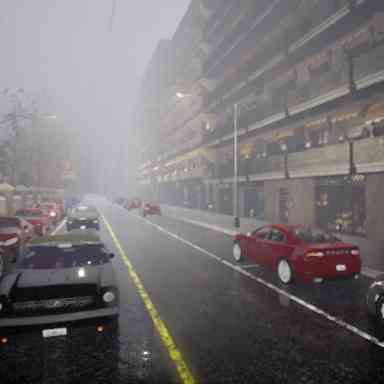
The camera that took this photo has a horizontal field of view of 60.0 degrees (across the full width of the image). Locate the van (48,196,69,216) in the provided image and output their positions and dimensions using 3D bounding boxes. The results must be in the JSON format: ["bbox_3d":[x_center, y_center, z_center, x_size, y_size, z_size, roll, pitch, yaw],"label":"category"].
[{"bbox_3d":[-13.591,1.360,33.979,1.690,1.788,3.998,0,0,-17],"label":"van"}]

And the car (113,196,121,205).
[{"bbox_3d":[-12.158,1.610,57.967,1.947,1.339,4.313,0,0,-17],"label":"car"}]

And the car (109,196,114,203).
[{"bbox_3d":[-15.449,1.503,68.735,1.967,1.590,4.097,0,0,-17],"label":"car"}]

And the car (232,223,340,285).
[{"bbox_3d":[2.650,1.541,9.507,1.887,1.381,4.507,0,0,-17],"label":"car"}]

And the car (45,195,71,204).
[{"bbox_3d":[-11.946,1.327,28.594,2.192,1.841,5.009,0,0,-17],"label":"car"}]

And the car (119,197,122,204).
[{"bbox_3d":[-8.868,1.611,47.198,1.802,1.307,4.206,0,0,-17],"label":"car"}]

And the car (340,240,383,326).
[{"bbox_3d":[4.295,1.548,4.122,2.008,1.369,4.403,0,0,-17],"label":"car"}]

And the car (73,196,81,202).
[{"bbox_3d":[-28.399,1.684,82.439,1.802,1.307,4.206,0,0,-17],"label":"car"}]

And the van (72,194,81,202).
[{"bbox_3d":[-26.753,1.431,77.055,1.690,1.788,3.998,0,0,-17],"label":"van"}]

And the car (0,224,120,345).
[{"bbox_3d":[-2.526,1.600,6.636,1.895,1.301,4.718,0,0,-17],"label":"car"}]

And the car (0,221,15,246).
[{"bbox_3d":[-5.365,1.565,7.059,1.947,1.339,4.313,0,0,-17],"label":"car"}]

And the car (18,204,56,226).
[{"bbox_3d":[-8.655,1.544,17.826,1.887,1.381,4.507,0,0,-17],"label":"car"}]

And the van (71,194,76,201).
[{"bbox_3d":[-16.882,1.374,44.749,1.690,1.788,3.998,0,0,-17],"label":"van"}]

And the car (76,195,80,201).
[{"bbox_3d":[-20.173,1.614,55.518,1.947,1.339,4.313,0,0,-17],"label":"car"}]

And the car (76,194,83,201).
[{"bbox_3d":[-23.463,1.382,66.287,2.192,1.841,5.009,0,0,-17],"label":"car"}]

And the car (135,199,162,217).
[{"bbox_3d":[-3.931,1.590,31.043,1.802,1.307,4.206,0,0,-17],"label":"car"}]

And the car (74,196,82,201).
[{"bbox_3d":[-30.044,1.661,87.824,1.887,1.381,4.507,0,0,-17],"label":"car"}]

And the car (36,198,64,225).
[{"bbox_3d":[-10.300,1.445,23.209,1.967,1.590,4.097,0,0,-17],"label":"car"}]

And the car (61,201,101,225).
[{"bbox_3d":[-6.711,1.547,20.672,2.033,1.411,5.357,0,0,-17],"label":"car"}]

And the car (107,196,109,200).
[{"bbox_3d":[-18.788,1.612,79.667,1.752,1.417,4.829,0,0,-17],"label":"car"}]

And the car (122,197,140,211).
[{"bbox_3d":[-7.222,1.462,41.813,1.967,1.590,4.097,0,0,-17],"label":"car"}]

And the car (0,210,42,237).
[{"bbox_3d":[-7.011,1.580,12.444,1.802,1.307,4.206,0,0,-17],"label":"car"}]
